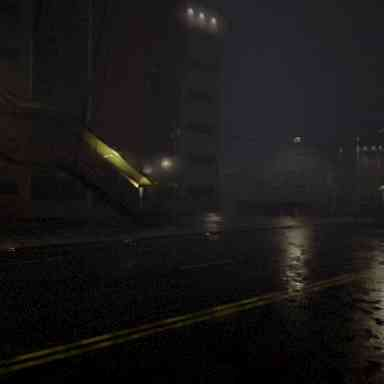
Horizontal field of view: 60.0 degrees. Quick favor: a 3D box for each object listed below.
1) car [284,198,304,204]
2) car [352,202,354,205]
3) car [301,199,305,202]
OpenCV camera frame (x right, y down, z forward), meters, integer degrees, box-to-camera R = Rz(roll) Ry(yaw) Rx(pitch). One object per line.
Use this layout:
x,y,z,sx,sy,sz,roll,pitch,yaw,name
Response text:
24.322,2.107,79.004,4.786,1.482,2.161,1,0,-36,car
23.236,1.783,51.799,4.553,1.767,2.185,1,0,-36,car
18.756,1.933,57.936,4.193,1.474,1.816,1,0,-36,car
